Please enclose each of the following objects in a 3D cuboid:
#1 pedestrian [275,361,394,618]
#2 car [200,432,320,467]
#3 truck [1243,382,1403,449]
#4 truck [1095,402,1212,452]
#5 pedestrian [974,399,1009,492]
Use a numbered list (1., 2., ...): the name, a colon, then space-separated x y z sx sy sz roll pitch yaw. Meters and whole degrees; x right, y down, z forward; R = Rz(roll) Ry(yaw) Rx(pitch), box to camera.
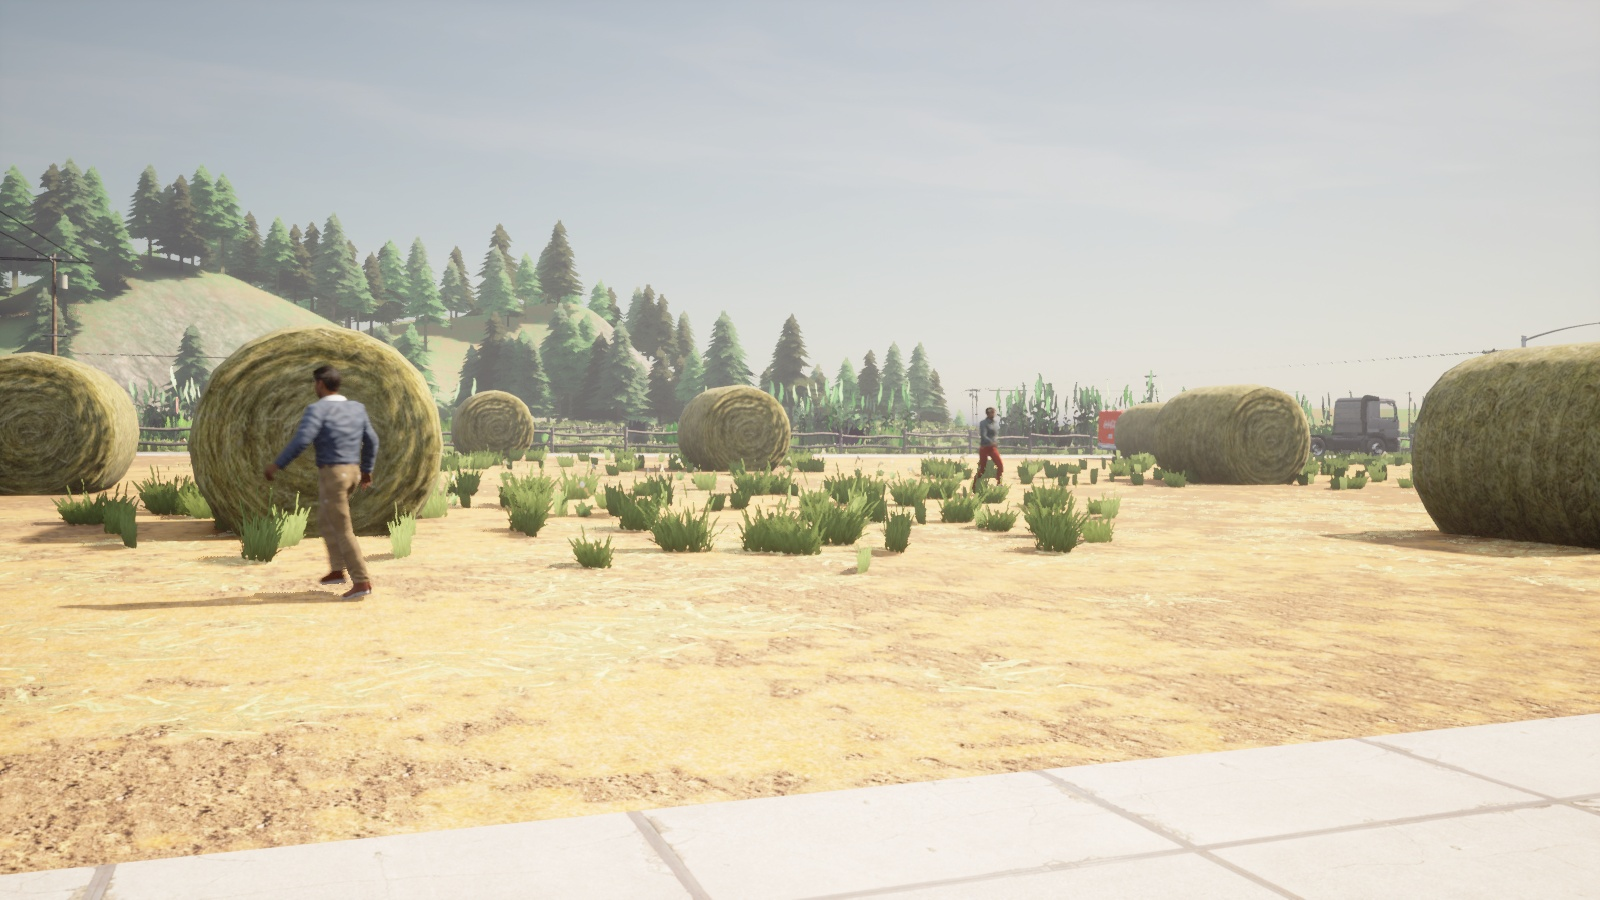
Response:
1. pedestrian: -3.656 0.296 9.873 0.788 1.949 0.423 0 1 27
2. car: -23.769 -0.026 55.474 4.674 1.442 1.812 -1 1 -17
3. truck: 28.182 -1.856 67.655 7.936 3.462 2.891 -1 1 -17
4. truck: 18.162 -1.188 64.598 5.204 2.467 2.627 -1 1 -17
5. pedestrian: 3.852 -0.096 25.278 0.353 1.847 0.614 -1 1 -33
